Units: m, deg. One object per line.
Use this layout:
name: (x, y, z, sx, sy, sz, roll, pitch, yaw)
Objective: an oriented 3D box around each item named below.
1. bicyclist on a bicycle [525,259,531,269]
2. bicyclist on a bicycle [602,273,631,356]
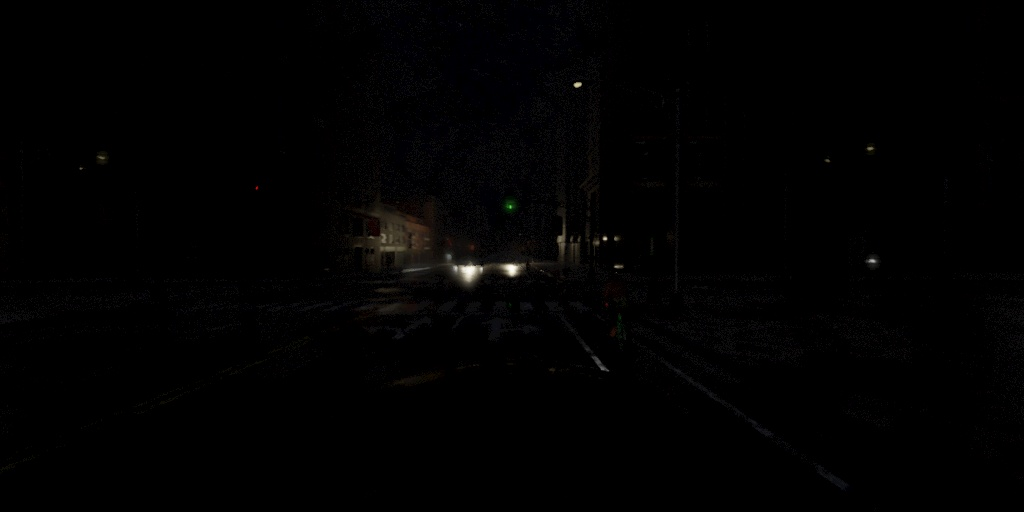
bicyclist on a bicycle: (2.254, 1.240, 50.595, 0.866, 1.612, 1.509, 0, 0, 0)
bicyclist on a bicycle: (2.248, 1.206, 7.713, 0.582, 1.620, 1.656, 0, 0, 0)
